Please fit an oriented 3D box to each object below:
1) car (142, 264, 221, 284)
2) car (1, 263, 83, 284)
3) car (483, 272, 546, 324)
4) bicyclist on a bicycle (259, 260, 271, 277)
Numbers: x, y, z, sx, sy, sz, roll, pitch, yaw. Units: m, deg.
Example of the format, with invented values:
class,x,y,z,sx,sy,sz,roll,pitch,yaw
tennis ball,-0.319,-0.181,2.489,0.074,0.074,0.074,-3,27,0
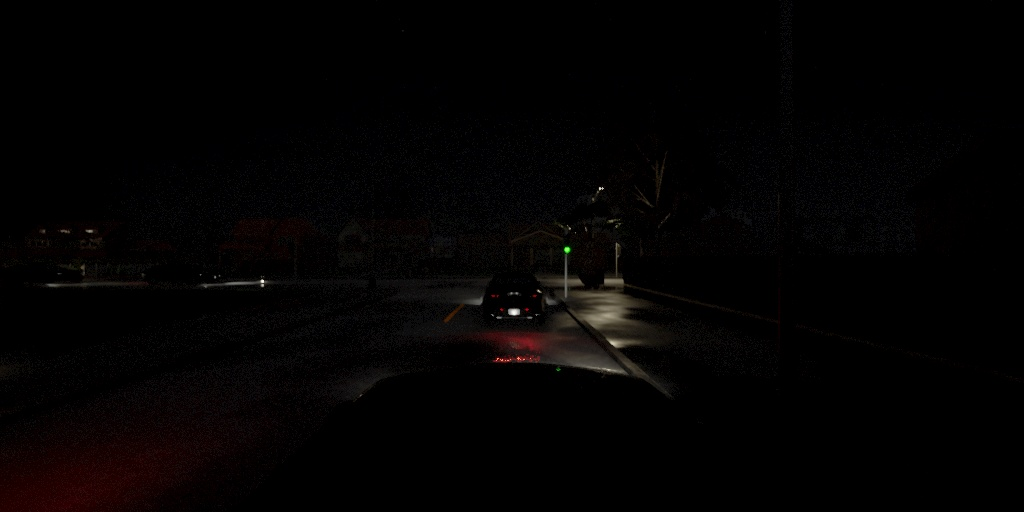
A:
class,x,y,z,sx,sy,sz,roll,pitch,yaw
car,-24.551,1.334,26.710,4.892,1.490,1.837,0,0,0
car,-35.125,1.307,26.705,5.008,1.535,1.882,0,0,0
car,0.075,1.287,12.139,1.837,1.490,4.892,0,0,0
bicyclist on a bicycle,-24.167,1.204,35.109,0.582,1.620,1.656,0,0,0
